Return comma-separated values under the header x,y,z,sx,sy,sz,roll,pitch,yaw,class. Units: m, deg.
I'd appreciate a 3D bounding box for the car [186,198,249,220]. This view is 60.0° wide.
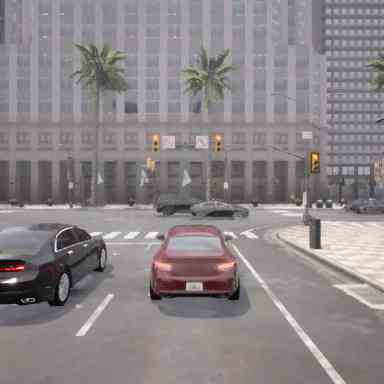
x,y,z,sx,sy,sz,roll,pitch,yaw,class
2.166,1.491,27.354,4.902,1.511,2.128,0,0,0,car

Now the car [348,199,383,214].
x,y,z,sx,sy,sz,roll,pitch,yaw,class
19.032,1.564,34.539,4.181,1.385,1.994,0,0,0,car

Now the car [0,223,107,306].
x,y,z,sx,sy,sz,roll,pitch,yaw,class
-3.439,1.505,8.000,1.837,1.490,4.892,0,0,0,car

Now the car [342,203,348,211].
x,y,z,sx,sy,sz,roll,pitch,yaw,class
19.751,1.491,38.039,4.902,1.511,2.128,0,0,0,car

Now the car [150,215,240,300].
x,y,z,sx,sy,sz,roll,pitch,yaw,class
0.070,1.526,8.255,1.812,1.442,4.674,0,0,1,car

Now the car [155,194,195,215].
x,y,z,sx,sy,sz,roll,pitch,yaw,class
-0.604,1.221,30.855,5.566,2.045,2.150,0,0,0,car
